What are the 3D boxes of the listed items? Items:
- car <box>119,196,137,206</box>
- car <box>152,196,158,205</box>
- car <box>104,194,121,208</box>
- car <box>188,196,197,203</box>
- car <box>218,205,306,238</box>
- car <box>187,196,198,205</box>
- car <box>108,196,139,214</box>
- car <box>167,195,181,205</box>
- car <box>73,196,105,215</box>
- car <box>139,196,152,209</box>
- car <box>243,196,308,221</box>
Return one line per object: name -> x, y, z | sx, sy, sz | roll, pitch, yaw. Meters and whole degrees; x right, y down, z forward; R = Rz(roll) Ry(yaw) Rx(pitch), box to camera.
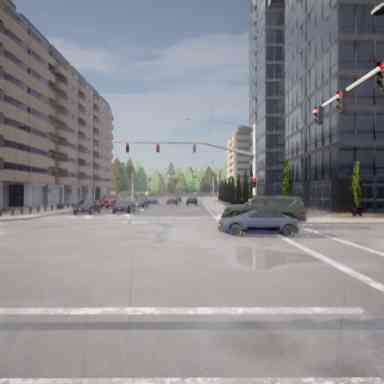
car -> -10.707, 1.511, 55.815 | 1.882, 1.535, 5.008 | 0, 0, 1
car -> -7.151, 1.513, 59.261 | 1.882, 1.535, 5.008 | 0, 0, 1
car -> -10.861, 1.248, 44.656 | 2.150, 2.045, 5.566 | 0, 0, 0
car -> 0.110, 1.640, 74.843 | 1.895, 1.301, 4.718 | 0, 0, 1
car -> 3.513, 1.614, 17.758 | 4.181, 1.385, 1.994 | 1, 0, 0
car -> 0.022, 1.540, 59.803 | 1.837, 1.490, 4.892 | 0, 0, 1
car -> -7.402, 1.527, 36.429 | 1.837, 1.490, 4.892 | 0, 0, 0
car -> -3.469, 1.562, 60.581 | 1.812, 1.442, 4.674 | 0, 0, 1
car -> -10.900, 1.526, 34.807 | 1.837, 1.490, 4.892 | 0, 0, 0
car -> -7.323, 1.520, 46.793 | 2.128, 1.511, 4.902 | 0, 0, 1
car -> 4.880, 1.279, 22.389 | 5.566, 2.045, 2.150 | 1, 0, 17
